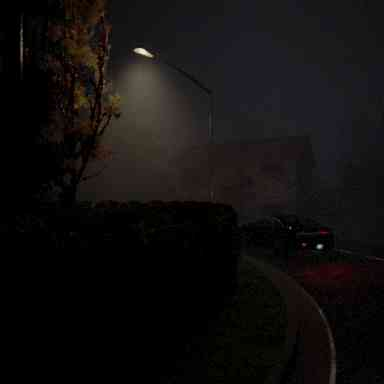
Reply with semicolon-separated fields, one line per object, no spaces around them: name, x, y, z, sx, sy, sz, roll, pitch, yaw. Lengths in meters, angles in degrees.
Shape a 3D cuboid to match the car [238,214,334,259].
car;3.501;1.645;13.425;2.128;1.511;4.902;0;-1;-18
